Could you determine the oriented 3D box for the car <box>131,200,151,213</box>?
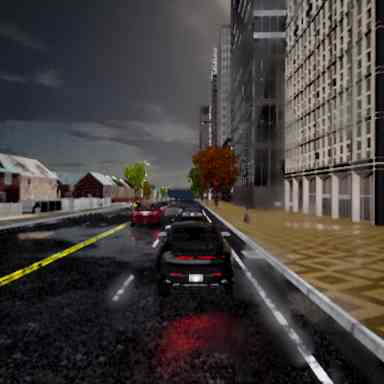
[{"bbox_3d":[-6.638,1.876,43.553,1.882,1.535,5.008,0,-1,0],"label":"car"}]

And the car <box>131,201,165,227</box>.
[{"bbox_3d":[-3.228,1.562,25.036,2.097,1.767,4.553,0,-1,0],"label":"car"}]

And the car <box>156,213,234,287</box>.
[{"bbox_3d":[0.071,1.582,9.509,1.837,1.490,4.892,0,0,0],"label":"car"}]

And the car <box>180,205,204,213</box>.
[{"bbox_3d":[0.012,1.781,27.509,2.033,1.411,5.357,0,-1,0],"label":"car"}]
